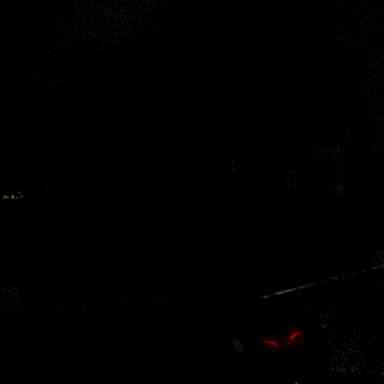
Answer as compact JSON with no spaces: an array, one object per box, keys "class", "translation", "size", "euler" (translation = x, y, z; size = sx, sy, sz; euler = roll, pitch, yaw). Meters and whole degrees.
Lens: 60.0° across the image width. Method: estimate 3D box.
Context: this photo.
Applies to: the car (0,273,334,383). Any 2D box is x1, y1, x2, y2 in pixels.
[{"class":"car","translation":[-0.958,1.547,3.061],"size":[5.357,1.411,2.033],"euler":[0,0,-36]}]
